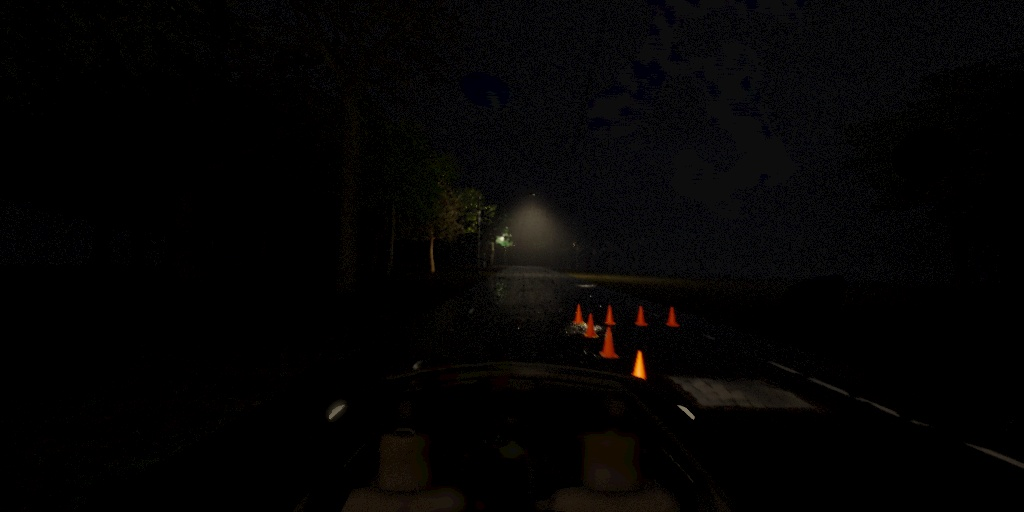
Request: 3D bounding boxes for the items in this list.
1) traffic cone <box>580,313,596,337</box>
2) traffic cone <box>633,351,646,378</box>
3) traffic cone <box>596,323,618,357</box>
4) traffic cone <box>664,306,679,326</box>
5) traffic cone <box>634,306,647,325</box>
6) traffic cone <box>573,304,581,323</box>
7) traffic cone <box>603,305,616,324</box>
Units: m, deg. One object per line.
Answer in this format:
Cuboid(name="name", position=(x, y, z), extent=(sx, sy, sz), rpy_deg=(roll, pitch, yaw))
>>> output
Cuboid(name="traffic cone", position=(2.110, 1.841, 9.662), extent=(0.340, 0.580, 0.340), rpy_deg=(0, 0, 1))
Cuboid(name="traffic cone", position=(2.010, 1.795, 5.663), extent=(0.340, 0.580, 0.340), rpy_deg=(0, 0, 1))
Cuboid(name="traffic cone", position=(2.060, 1.818, 7.663), extent=(0.340, 0.580, 0.340), rpy_deg=(0, 0, 1))
Cuboid(name="traffic cone", position=(5.158, 1.928, 11.585), extent=(0.340, 0.580, 0.340), rpy_deg=(0, 0, 1))
Cuboid(name="traffic cone", position=(4.159, 1.906, 11.611), extent=(0.340, 0.580, 0.340), rpy_deg=(0, 0, 1))
Cuboid(name="traffic cone", position=(2.161, 1.862, 11.661), extent=(0.340, 0.580, 0.340), rpy_deg=(0, 0, 1))
Cuboid(name="traffic cone", position=(3.160, 1.884, 11.636), extent=(0.340, 0.580, 0.340), rpy_deg=(0, 0, 1))
